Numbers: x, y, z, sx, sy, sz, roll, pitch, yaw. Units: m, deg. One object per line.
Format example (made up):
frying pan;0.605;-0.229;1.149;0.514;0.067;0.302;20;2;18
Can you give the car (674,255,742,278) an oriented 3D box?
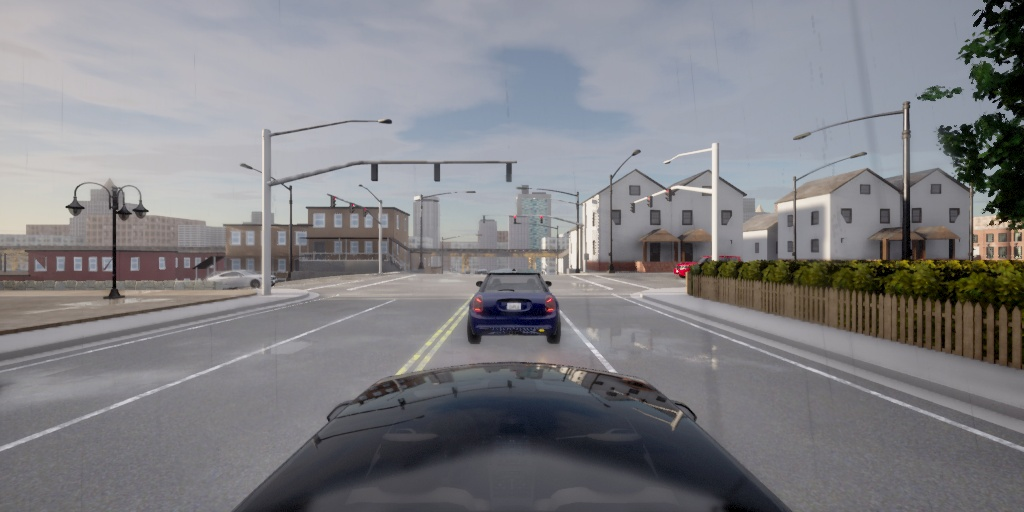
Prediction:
car;17.030;0.971;30.987;5.566;2.045;2.150;0;0;-1

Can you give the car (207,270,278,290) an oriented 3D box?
car;-20.082;1.768;26.668;4.674;1.442;1.812;-4;0;-1

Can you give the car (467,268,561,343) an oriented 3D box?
car;0.052;1.102;9.862;2.097;1.767;4.553;0;0;0
